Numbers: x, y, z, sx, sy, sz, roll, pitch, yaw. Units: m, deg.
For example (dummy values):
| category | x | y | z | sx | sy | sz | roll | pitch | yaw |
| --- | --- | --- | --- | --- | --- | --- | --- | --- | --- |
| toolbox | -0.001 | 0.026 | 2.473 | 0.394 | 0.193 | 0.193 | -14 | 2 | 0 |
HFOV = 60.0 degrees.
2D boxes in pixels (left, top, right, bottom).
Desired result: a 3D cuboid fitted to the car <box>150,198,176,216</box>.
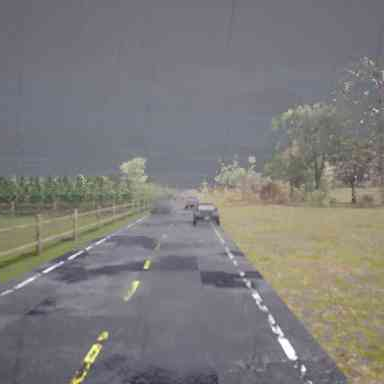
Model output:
| category | x | y | z | sx | sy | sz | roll | pitch | yaw |
| --- | --- | --- | --- | --- | --- | --- | --- | --- | --- |
| car | -2.837 | 1.567 | 31.819 | 1.895 | 1.301 | 4.718 | 0 | 0 | 0 |

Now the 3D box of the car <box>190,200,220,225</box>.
| category | x | y | z | sx | sy | sz | roll | pitch | yaw |
| --- | --- | --- | --- | --- | --- | --- | --- | --- | --- |
| car | 0.970 | 1.505 | 23.624 | 1.812 | 1.442 | 4.674 | 0 | 0 | 0 |

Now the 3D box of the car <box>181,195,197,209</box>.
| category | x | y | z | sx | sy | sz | roll | pitch | yaw |
| --- | --- | --- | --- | --- | --- | --- | --- | --- | --- |
| car | 0.035 | 1.493 | 44.085 | 2.033 | 1.411 | 5.357 | 0 | 0 | 0 |

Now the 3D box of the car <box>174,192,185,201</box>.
| category | x | y | z | sx | sy | sz | roll | pitch | yaw |
| --- | --- | --- | --- | --- | --- | --- | --- | --- | --- |
| car | -2.728 | 1.020 | 73.292 | 2.150 | 2.045 | 5.566 | 0 | 0 | 0 |

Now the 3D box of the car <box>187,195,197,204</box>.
| category | x | y | z | sx | sy | sz | roll | pitch | yaw |
| --- | --- | --- | --- | --- | --- | --- | --- | --- | --- |
| car | 0.019 | 1.411 | 62.429 | 1.837 | 1.490 | 4.892 | 0 | 0 | 0 |
